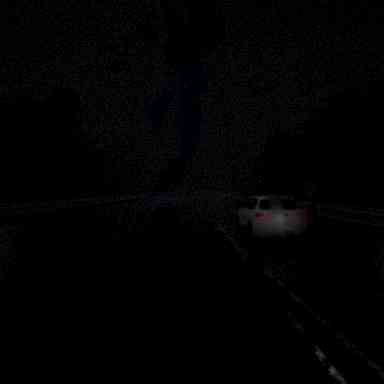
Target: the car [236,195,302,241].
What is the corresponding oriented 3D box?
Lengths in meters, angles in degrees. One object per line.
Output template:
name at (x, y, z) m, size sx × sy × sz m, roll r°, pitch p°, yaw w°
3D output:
car at (3.619, 1.169, 16.462) m, size 2.150 × 2.045 × 5.566 m, roll 0°, pitch 0°, yaw -1°
